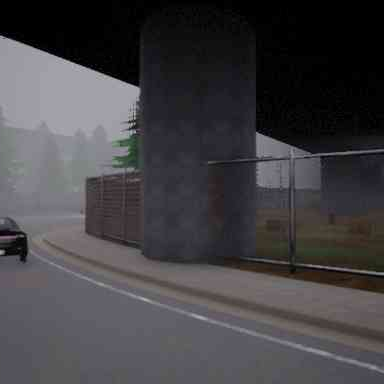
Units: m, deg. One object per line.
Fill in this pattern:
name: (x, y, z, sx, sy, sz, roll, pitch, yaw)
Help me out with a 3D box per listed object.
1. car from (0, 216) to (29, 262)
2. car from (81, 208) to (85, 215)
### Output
car: (-7.249, 1.623, 11.877, 2.128, 1.511, 4.902, 0, -1, -38)
car: (-10.637, 1.935, 38.389, 1.994, 1.385, 4.181, -1, -1, 33)
